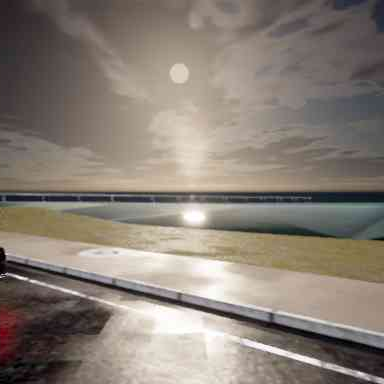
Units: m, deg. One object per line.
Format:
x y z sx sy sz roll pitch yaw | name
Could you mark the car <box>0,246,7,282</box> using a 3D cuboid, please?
-6.452 1.521 8.224 4.892 1.490 1.837 0 0 35 | car
